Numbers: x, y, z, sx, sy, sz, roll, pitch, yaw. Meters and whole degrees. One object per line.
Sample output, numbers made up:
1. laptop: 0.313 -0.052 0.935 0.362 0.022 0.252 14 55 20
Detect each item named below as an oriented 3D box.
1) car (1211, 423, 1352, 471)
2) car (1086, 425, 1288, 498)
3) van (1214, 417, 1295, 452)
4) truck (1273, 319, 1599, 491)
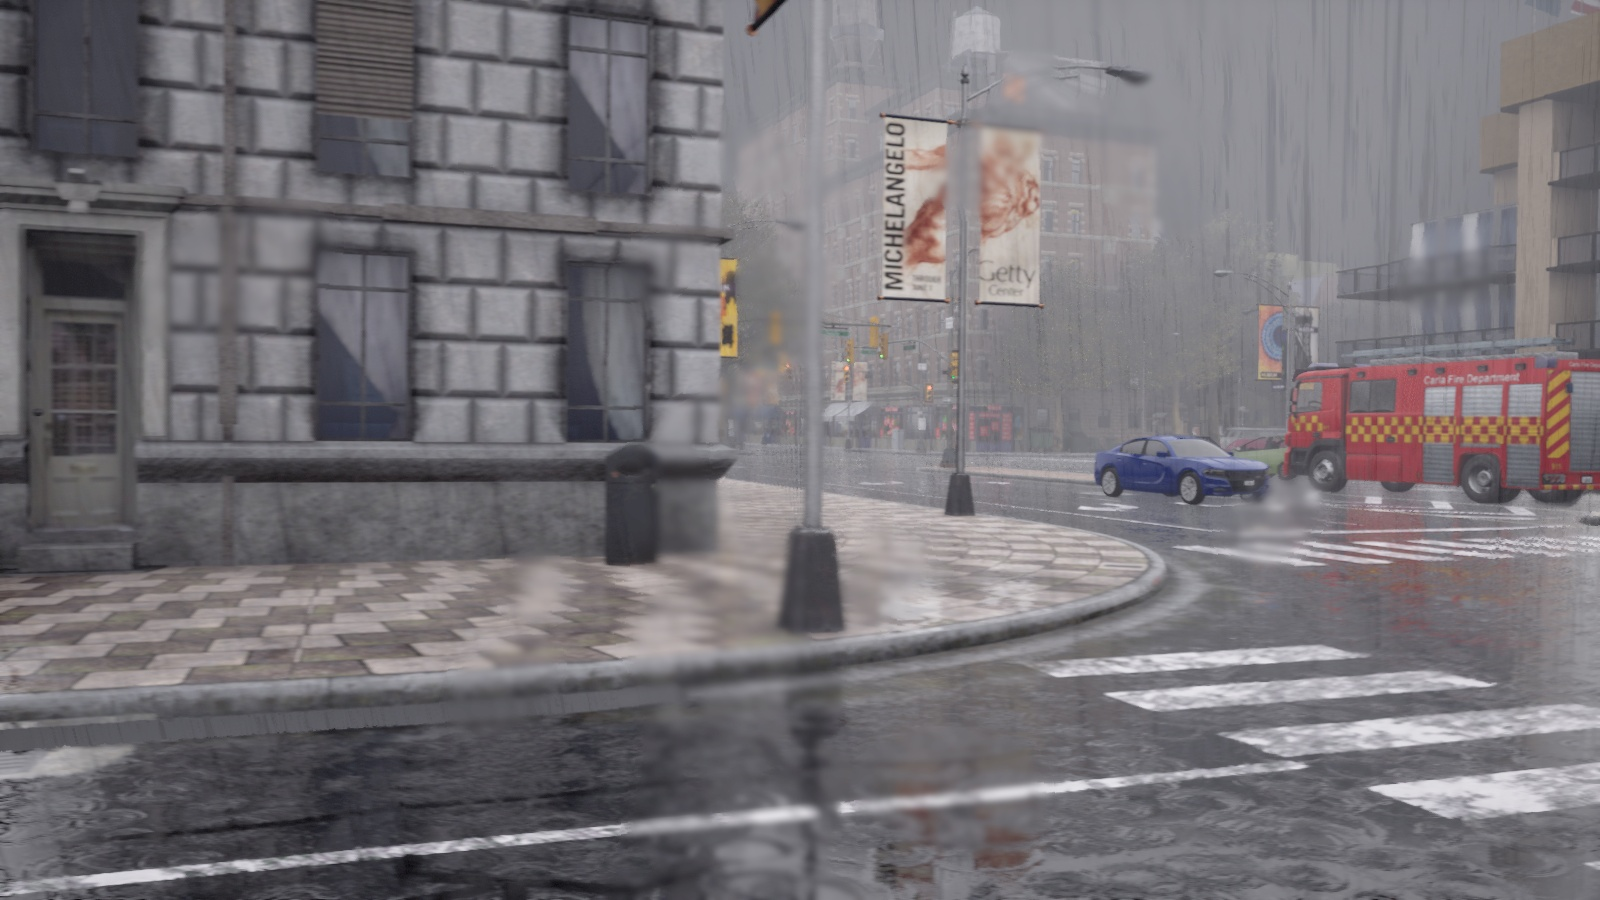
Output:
1. car: 16.303 -0.117 42.767 2.007 1.525 4.514 -1 1 -20
2. car: 8.902 0.208 29.414 1.882 1.535 5.008 -1 1 -20
3. van: 27.091 -0.941 74.837 4.442 1.987 1.775 -1 1 -20
4. truck: 16.320 -1.062 32.370 2.891 3.827 8.468 -1 1 -20
